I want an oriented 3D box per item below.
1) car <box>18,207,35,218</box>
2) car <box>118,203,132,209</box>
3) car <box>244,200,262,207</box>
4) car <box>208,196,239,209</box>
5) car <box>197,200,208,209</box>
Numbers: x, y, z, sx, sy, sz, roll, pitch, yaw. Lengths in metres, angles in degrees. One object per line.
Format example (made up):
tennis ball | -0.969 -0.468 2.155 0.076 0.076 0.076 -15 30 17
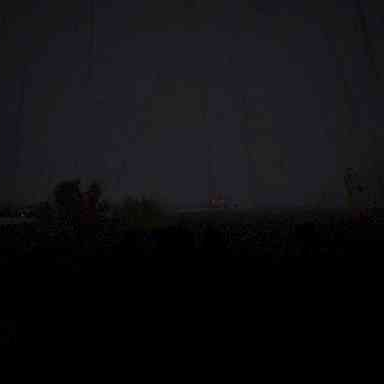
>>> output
car | -14.505 1.816 33.618 2.033 1.411 5.357 -1 -1 36
car | -7.743 1.942 43.000 2.033 1.411 5.357 -1 -1 36
car | 11.858 2.248 64.056 1.895 1.301 4.718 -1 -1 36
car | 5.643 1.750 55.346 2.150 2.045 5.566 -1 -1 38
car | 2.703 2.096 57.416 1.837 1.490 4.892 -1 -2 36
